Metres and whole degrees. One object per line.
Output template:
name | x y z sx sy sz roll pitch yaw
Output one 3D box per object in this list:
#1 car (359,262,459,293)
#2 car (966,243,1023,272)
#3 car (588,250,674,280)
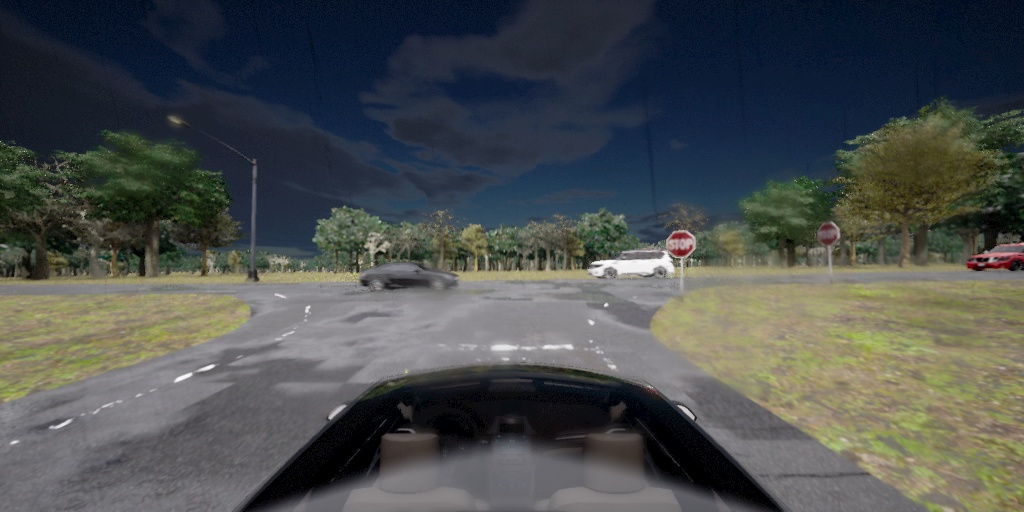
car | -4.899 0.997 17.246 4.674 1.442 1.812 0 0 0
car | 35.297 0.132 24.931 5.566 2.045 2.150 -3 -2 -1
car | 8.070 0.658 24.413 5.566 2.045 2.150 -1 -2 -1
